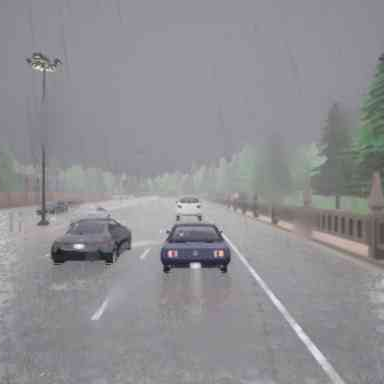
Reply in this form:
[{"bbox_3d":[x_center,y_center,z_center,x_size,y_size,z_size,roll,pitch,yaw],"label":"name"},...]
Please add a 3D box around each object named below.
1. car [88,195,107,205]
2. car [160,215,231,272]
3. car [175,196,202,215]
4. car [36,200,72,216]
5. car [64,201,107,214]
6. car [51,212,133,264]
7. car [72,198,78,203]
[{"bbox_3d":[-18.784,1.531,66.345,2.150,2.045,5.566,0,0,-1],"label":"car"},{"bbox_3d":[0.084,1.652,10.921,1.895,1.301,4.718,0,0,0],"label":"car"},{"bbox_3d":[-0.303,1.358,29.621,2.150,2.045,5.566,0,0,-2],"label":"car"},{"bbox_3d":[-14.641,1.668,34.950,1.837,1.490,4.892,0,-1,-1],"label":"car"},{"bbox_3d":[-7.147,1.635,23.531,1.812,1.442,4.674,0,0,-2],"label":"car"},{"bbox_3d":[-3.417,1.620,12.042,1.994,1.385,4.181,0,0,0],"label":"car"},{"bbox_3d":[-22.234,1.892,64.066,1.895,1.301,4.718,0,0,-1],"label":"car"}]
